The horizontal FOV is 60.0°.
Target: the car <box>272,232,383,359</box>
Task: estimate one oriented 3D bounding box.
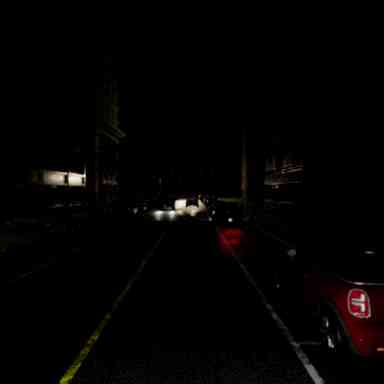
[{"bbox_3d":[2.759,1.425,5.978,1.967,1.590,4.097,0,0,0],"label":"car"}]

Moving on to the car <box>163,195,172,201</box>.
[{"bbox_3d":[-5.770,1.415,79.247,1.947,1.339,4.313,0,0,0],"label":"car"}]

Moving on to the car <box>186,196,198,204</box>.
[{"bbox_3d":[-0.003,1.418,62.417,2.033,1.411,5.357,0,0,0],"label":"car"}]

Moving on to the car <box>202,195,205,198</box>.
[{"bbox_3d":[2.757,1.472,51.070,1.802,1.307,4.206,0,0,0],"label":"car"}]

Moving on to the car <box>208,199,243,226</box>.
[{"bbox_3d":[2.354,1.451,22.858,1.837,1.490,4.892,0,0,0],"label":"car"}]

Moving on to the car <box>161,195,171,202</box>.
[{"bbox_3d":[-5.770,1.437,73.610,1.802,1.307,4.206,0,0,0],"label":"car"}]

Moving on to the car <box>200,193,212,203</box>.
[{"bbox_3d":[2.754,1.178,67.977,2.192,1.841,5.009,0,0,0],"label":"car"}]

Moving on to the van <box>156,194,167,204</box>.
[{"bbox_3d":[-5.770,1.212,62.337,1.690,1.788,3.998,0,0,0],"label":"van"}]

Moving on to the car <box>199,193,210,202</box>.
[{"bbox_3d":[2.754,1.171,73.613,2.192,1.841,5.009,0,0,0],"label":"car"}]

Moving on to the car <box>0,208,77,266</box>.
[{"bbox_3d":[-5.766,1.497,11.437,1.752,1.417,4.829,0,0,0],"label":"car"}]

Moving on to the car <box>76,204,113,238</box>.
[{"bbox_3d":[-5.766,1.510,17.243,2.008,1.369,4.403,0,0,0],"label":"car"}]

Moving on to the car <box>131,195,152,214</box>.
[{"bbox_3d":[-5.768,1.238,34.153,2.192,1.841,5.009,0,0,0],"label":"car"}]

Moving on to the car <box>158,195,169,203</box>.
[{"bbox_3d":[-5.769,1.388,67.803,1.752,1.417,4.829,0,0,0],"label":"car"}]

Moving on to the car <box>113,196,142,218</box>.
[{"bbox_3d":[-5.767,1.375,28.516,1.967,1.590,4.097,0,0,0],"label":"car"}]

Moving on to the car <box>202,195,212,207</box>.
[{"bbox_3d":[2.757,1.482,45.433,1.802,1.307,4.206,0,0,0],"label":"car"}]

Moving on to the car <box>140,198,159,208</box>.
[{"bbox_3d":[-5.768,1.466,45.427,1.947,1.339,4.313,0,0,0],"label":"car"}]

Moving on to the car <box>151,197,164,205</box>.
[{"bbox_3d":[-5.768,1.462,56.701,1.802,1.307,4.206,0,0,0],"label":"car"}]

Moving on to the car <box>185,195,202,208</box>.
[{"bbox_3d":[0.045,1.499,46.900,1.895,1.301,4.718,0,0,0],"label":"car"}]

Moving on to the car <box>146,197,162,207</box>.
[{"bbox_3d":[-5.768,1.441,51.063,2.008,1.369,4.403,0,0,0],"label":"car"}]

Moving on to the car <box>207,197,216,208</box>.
[{"bbox_3d":[2.758,1.506,34.160,1.802,1.307,4.206,0,0,0],"label":"car"}]

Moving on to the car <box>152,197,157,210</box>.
[{"bbox_3d":[-5.767,1.478,39.791,1.947,1.339,4.313,0,0,0],"label":"car"}]

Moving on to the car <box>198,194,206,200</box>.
[{"bbox_3d":[2.754,1.278,90.522,1.967,1.590,4.097,0,0,0],"label":"car"}]

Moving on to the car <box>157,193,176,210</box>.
[{"bbox_3d":[-3.094,1.129,40.620,2.150,2.045,5.566,0,0,0],"label":"car"}]

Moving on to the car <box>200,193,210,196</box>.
[{"bbox_3d":[2.756,1.320,56.705,1.967,1.590,4.097,0,0,0],"label":"car"}]
